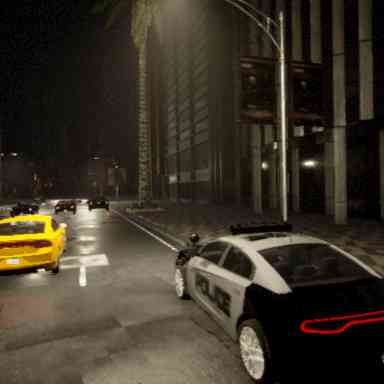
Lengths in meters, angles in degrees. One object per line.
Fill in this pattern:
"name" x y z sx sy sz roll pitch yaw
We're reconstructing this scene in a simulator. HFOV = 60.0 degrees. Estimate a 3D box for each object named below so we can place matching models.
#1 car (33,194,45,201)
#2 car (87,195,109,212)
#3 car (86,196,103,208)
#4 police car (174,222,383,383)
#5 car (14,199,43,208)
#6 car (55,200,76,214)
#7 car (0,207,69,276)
"car" -30.636 1.199 66.627 1.812 1.442 4.674 -1 1 -18
"car" -10.424 1.182 36.901 2.097 1.767 4.553 -1 1 -18
"car" -13.515 1.353 45.972 2.033 1.411 5.357 -1 1 -18
"police car" 1.061 1.331 5.562 1.930 1.638 5.238 -1 1 -18
"car" -15.521 1.605 31.042 1.895 1.301 4.718 -1 1 -18
"car" -12.892 1.515 34.067 1.895 1.301 4.718 -1 1 -18
"car" -4.979 1.467 10.172 1.882 1.535 5.008 -1 1 -18
